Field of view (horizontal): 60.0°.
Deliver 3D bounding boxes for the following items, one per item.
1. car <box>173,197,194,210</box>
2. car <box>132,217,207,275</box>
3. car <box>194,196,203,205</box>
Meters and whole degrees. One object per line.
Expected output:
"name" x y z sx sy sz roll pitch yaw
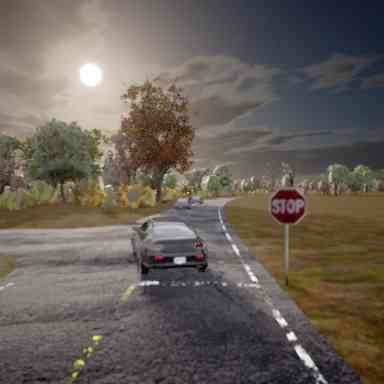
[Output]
"car" -1.132 1.503 41.999 1.812 1.442 4.674 0 0 5
"car" -0.838 1.520 10.494 1.812 1.442 4.674 0 0 -14
"car" 0.846 1.492 60.055 1.812 1.442 4.674 0 0 8
